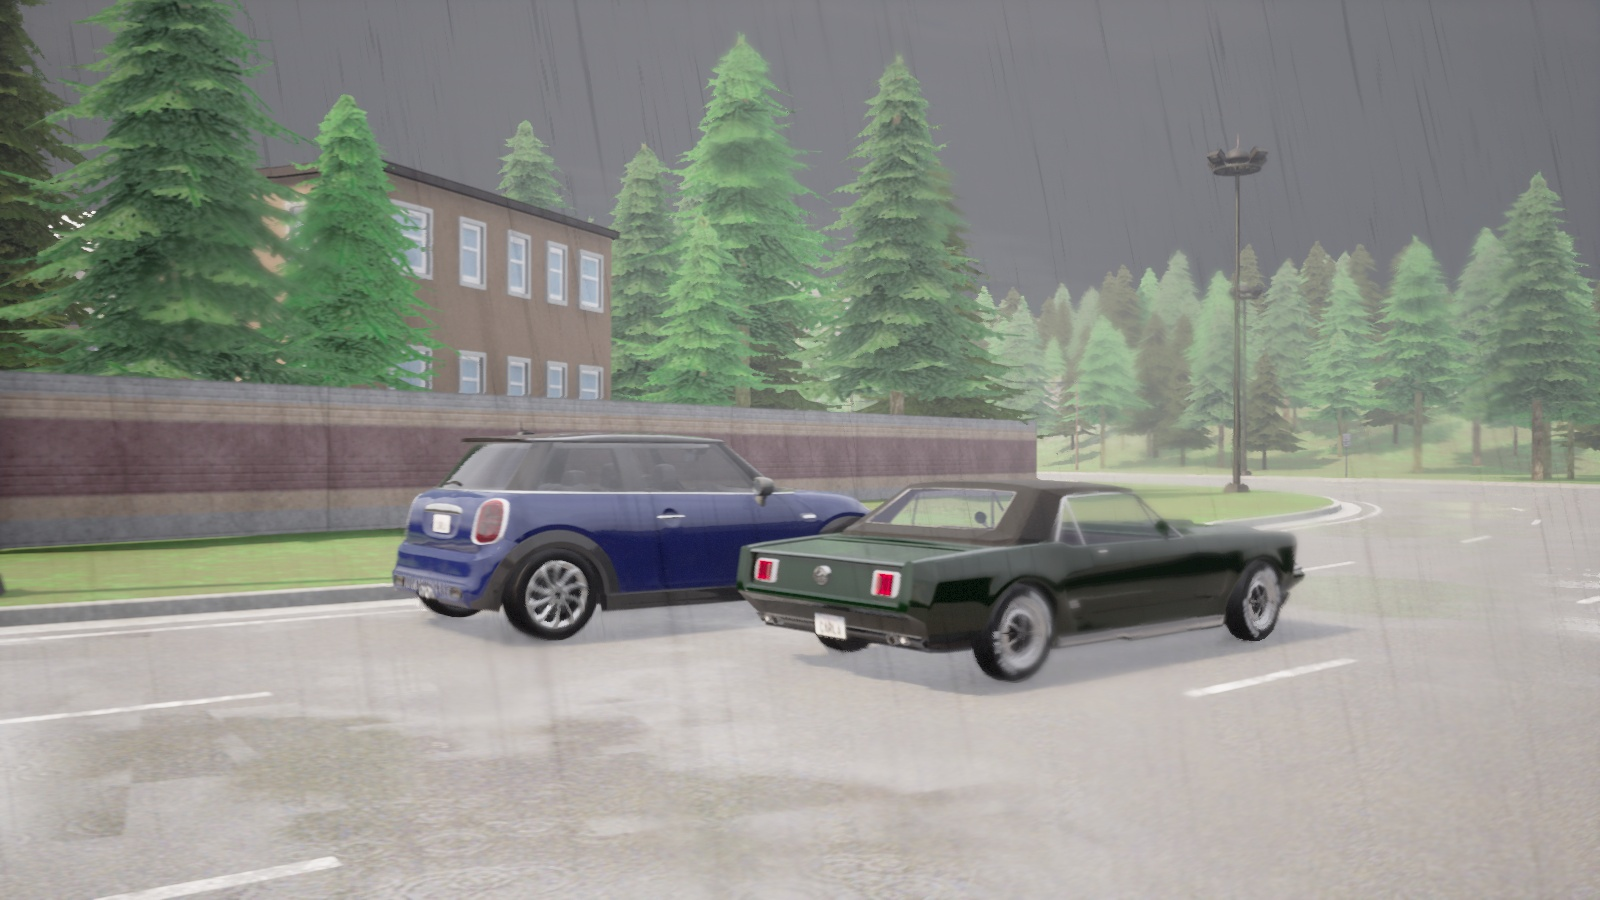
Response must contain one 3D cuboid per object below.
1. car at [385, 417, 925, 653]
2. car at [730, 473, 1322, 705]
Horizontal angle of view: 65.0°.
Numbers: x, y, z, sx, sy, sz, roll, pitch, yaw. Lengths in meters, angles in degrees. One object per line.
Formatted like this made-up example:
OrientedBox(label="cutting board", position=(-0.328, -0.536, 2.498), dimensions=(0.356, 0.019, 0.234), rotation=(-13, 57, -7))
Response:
OrientedBox(label="car", position=(-1.217, 0.640, 11.655), dimensions=(4.553, 1.767, 2.097), rotation=(0, 0, -39))
OrientedBox(label="car", position=(1.925, 0.869, 9.687), dimensions=(4.718, 1.301, 1.895), rotation=(0, 0, -40))
